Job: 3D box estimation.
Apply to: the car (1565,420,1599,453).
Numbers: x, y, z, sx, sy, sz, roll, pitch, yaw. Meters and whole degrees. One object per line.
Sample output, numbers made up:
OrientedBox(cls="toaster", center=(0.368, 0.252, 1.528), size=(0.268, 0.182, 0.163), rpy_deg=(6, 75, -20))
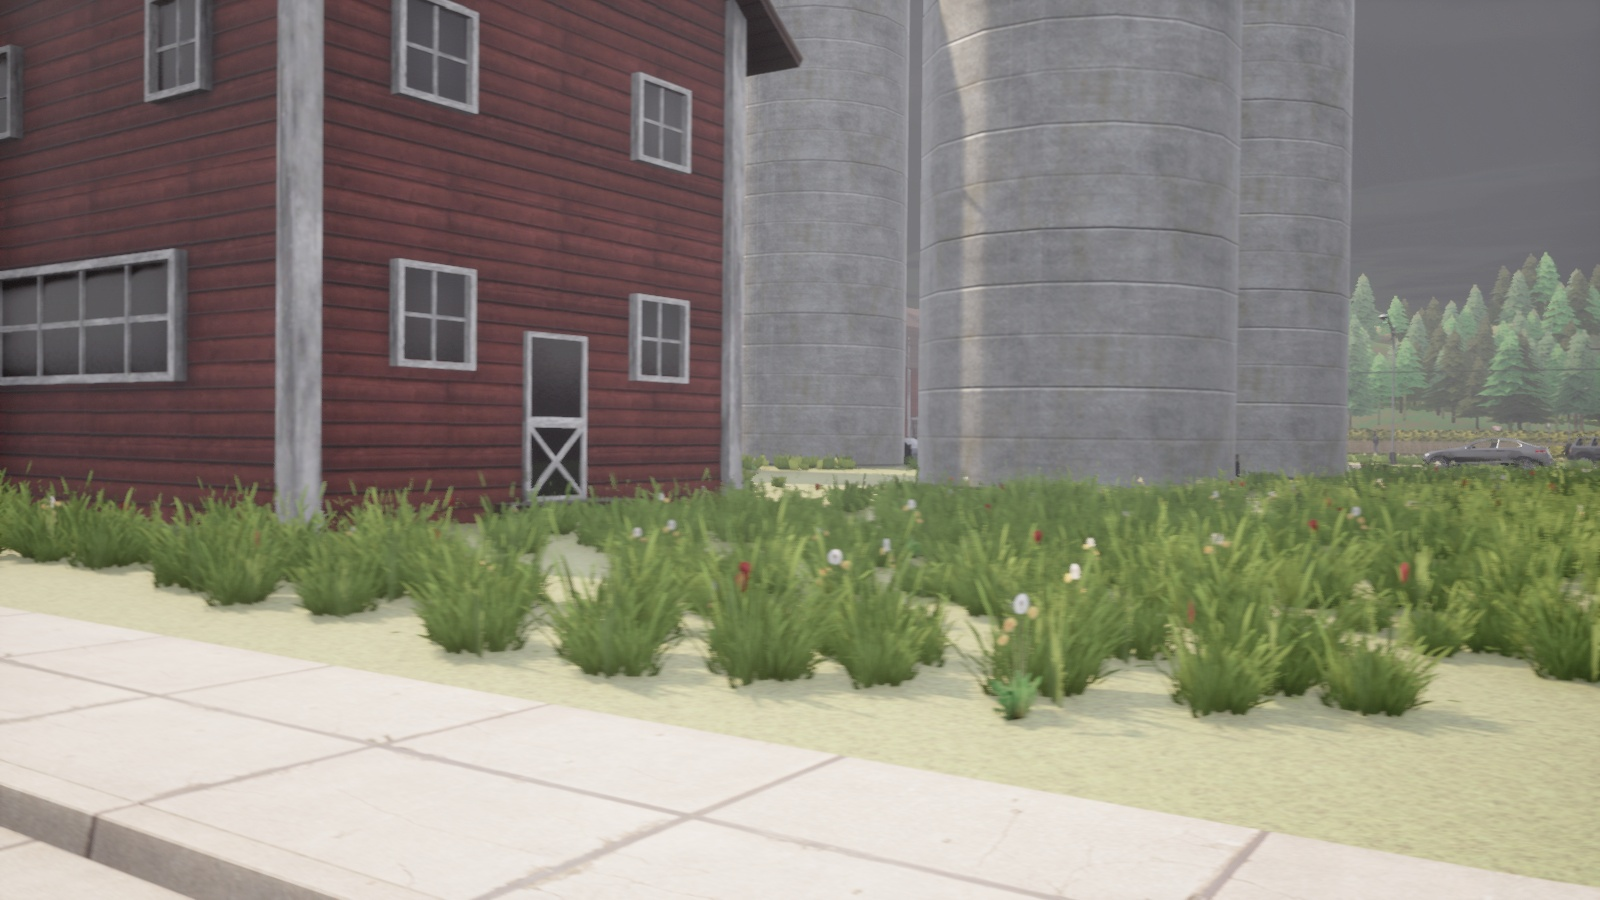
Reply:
OrientedBox(cls="car", center=(46.246, -0.738, 71.253), size=(4.605, 1.855, 1.932), rpy_deg=(1, 2, 38))

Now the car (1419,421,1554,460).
OrientedBox(cls="car", center=(30.033, -0.431, 54.981), size=(5.027, 1.651, 2.152), rpy_deg=(0, 1, 34))
